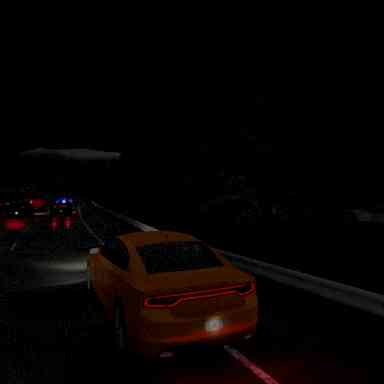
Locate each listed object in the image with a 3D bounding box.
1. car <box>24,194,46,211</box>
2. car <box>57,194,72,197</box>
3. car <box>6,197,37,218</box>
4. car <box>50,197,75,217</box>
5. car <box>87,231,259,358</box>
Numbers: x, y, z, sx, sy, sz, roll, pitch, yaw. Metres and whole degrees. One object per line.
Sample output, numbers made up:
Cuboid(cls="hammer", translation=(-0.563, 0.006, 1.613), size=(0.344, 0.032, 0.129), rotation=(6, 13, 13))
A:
Cuboid(cls="car", translation=(-18.929, 1.221, 39.841), size=(2.150, 2.045, 5.566), rotation=(0, 0, -19))
Cuboid(cls="car", translation=(-15.796, 1.221, 41.322), size=(2.150, 2.045, 5.566), rotation=(0, 0, -19))
Cuboid(cls="car", translation=(-15.424, 1.505, 29.970), size=(1.837, 1.490, 4.892), rotation=(0, 0, -20))
Cuboid(cls="car", translation=(-12.283, 1.492, 31.451), size=(2.128, 1.511, 4.902), rotation=(0, 0, -19))
Cuboid(cls="car", translation=(-0.780, 1.478, 6.321), size=(1.882, 1.535, 5.008), rotation=(0, 0, -25))
